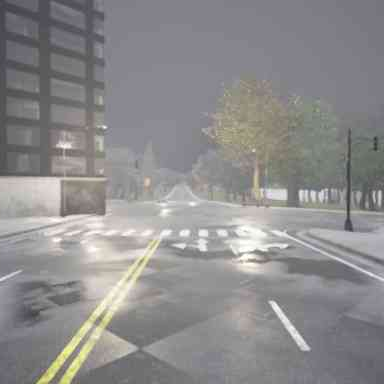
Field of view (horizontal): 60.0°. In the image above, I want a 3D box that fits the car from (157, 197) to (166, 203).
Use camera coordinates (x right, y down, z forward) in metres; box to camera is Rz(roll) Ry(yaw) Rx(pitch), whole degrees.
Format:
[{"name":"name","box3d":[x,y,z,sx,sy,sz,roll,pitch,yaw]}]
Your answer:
[{"name":"car","box3d":[-7.483,1.985,81.151,1.812,1.442,4.674,0,-1,-2]}]
